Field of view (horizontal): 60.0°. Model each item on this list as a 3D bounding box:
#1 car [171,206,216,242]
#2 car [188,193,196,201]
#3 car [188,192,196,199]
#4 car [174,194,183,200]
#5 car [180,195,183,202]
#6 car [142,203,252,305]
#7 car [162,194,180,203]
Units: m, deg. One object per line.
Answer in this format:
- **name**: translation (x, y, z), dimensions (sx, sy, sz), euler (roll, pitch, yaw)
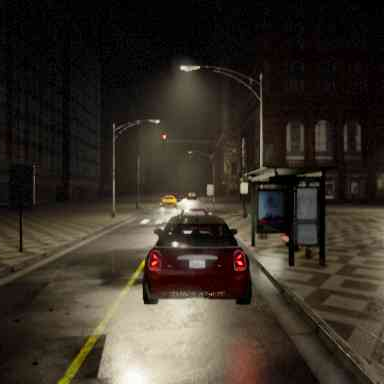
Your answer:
- **car**: translation (0.088, 1.515, 16.848), dimensions (1.994, 1.385, 4.181), euler (0, 0, 1)
- **car**: translation (-0.033, 1.252, 74.439), dimensions (1.895, 1.301, 4.718), euler (0, 0, 0)
- **car**: translation (-0.037, 0.912, 84.413), dimensions (1.882, 1.535, 5.008), euler (0, 0, 0)
- **car**: translation (-3.034, 1.227, 77.204), dimensions (1.895, 1.301, 4.718), euler (0, 0, 0)
- **car**: translation (-3.080, 1.241, 62.145), dimensions (1.837, 1.490, 4.892), euler (0, 0, 0)
- **car**: translation (0.096, 1.331, 8.205), dimensions (2.097, 1.767, 4.553), euler (0, 0, 0)
- **car**: translation (-3.112, 1.298, 46.236), dimensions (1.882, 1.535, 5.008), euler (0, 0, 0)
